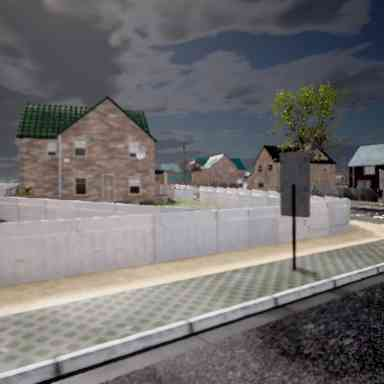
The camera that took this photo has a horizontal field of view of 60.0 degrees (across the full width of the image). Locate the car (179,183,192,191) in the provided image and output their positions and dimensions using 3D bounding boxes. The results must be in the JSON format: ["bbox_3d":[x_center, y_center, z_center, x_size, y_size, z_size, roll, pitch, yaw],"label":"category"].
[{"bbox_3d":[-1.477,-0.777,60.413,1.882,1.535,5.008,-1,2,-20],"label":"car"}]
